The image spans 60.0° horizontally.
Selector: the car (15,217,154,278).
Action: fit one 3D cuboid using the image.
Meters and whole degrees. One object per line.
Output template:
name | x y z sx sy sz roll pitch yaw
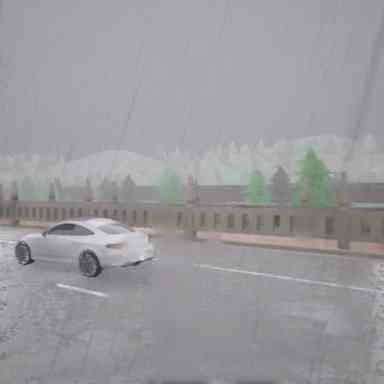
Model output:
car | -3.293 1.496 9.977 4.674 1.442 1.812 0 0 31
